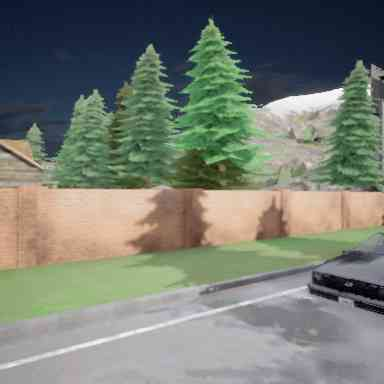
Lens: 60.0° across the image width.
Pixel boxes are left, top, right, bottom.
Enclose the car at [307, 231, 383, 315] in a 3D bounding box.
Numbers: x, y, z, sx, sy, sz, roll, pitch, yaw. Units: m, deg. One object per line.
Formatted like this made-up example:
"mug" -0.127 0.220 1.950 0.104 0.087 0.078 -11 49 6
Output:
"car" 4.936 1.592 7.504 5.357 1.411 2.033 0 0 -35
